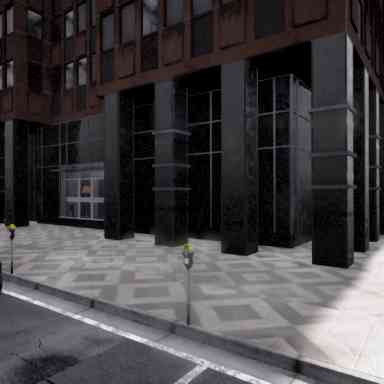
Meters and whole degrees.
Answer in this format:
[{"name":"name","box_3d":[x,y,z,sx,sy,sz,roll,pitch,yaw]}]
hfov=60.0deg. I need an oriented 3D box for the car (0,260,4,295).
[{"name":"car","box_3d":[-5.662,1.566,7.037,4.313,1.339,1.947,0,0,36]}]
